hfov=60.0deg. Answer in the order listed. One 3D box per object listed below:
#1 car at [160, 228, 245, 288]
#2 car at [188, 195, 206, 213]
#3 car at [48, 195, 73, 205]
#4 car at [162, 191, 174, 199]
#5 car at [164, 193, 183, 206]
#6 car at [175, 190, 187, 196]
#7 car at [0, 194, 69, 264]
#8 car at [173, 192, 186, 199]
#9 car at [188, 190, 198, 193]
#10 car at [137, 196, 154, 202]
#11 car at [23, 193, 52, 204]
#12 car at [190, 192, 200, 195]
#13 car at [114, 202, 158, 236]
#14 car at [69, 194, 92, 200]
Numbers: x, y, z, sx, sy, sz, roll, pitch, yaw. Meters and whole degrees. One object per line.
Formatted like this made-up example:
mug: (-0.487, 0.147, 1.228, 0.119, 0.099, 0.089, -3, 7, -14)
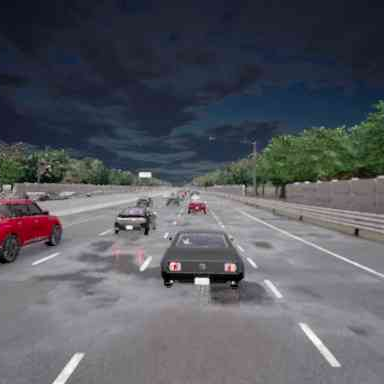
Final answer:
car: (0.262, 1.694, 9.539, 1.895, 1.301, 4.718, 1, 0, 1)
car: (0.565, 1.507, 37.507, 1.882, 1.535, 5.008, 1, 1, 0)
car: (-20.382, 1.174, 51.735, 1.895, 1.301, 4.718, 1, 1, 1)
car: (-6.277, 1.040, 83.193, 1.895, 1.301, 4.718, 1, 1, 0)
car: (-2.840, 1.334, 51.922, 1.837, 1.490, 4.892, 1, 1, 0)
car: (-2.779, 0.948, 85.537, 1.882, 1.535, 5.008, 1, 1, 0)
car: (-6.700, 1.230, 12.020, 2.150, 2.045, 5.566, 1, 0, 1)
car: (-2.782, 1.251, 68.738, 1.895, 1.301, 4.718, 1, 1, 0)
car: (0.729, 0.782, 82.329, 2.150, 2.045, 5.566, 1, 1, 0)
car: (-6.376, 1.349, 45.559, 1.837, 1.490, 4.892, 1, 1, 0)
car: (-23.881, 1.014, 51.739, 2.128, 1.511, 4.902, 1, 1, 1)
car: (0.697, 1.312, 60.691, 1.812, 1.442, 4.674, 1, 1, 0)
car: (-3.116, 1.572, 19.140, 2.128, 1.511, 4.902, 1, 0, 1)
car: (-16.885, 1.128, 51.727, 1.837, 1.490, 4.892, 1, 1, 1)
